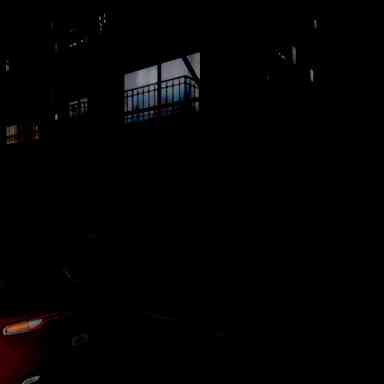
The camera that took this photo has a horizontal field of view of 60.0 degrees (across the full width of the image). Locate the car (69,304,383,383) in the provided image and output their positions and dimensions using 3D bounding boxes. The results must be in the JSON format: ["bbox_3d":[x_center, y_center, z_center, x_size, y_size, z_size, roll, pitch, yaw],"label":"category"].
[{"bbox_3d":[1.494,1.566,1.809,4.313,1.339,1.947,0,0,36],"label":"car"}]

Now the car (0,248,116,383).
[{"bbox_3d":[-3.087,1.545,5.093,4.507,1.381,1.887,0,0,36],"label":"car"}]
